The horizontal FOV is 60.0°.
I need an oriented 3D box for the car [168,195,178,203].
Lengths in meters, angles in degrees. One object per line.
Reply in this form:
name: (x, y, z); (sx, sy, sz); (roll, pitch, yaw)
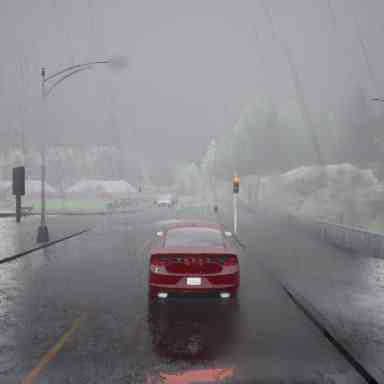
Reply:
car: (-4.050, 1.500, 70.865); (1.837, 1.490, 4.892); (0, 0, 0)

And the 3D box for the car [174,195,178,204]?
car: (-4.123, 1.526, 60.699); (1.812, 1.442, 4.674); (0, 0, 1)

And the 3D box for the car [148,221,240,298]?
car: (0.053, 1.478, 8.550); (1.882, 1.535, 5.008); (0, 0, 0)

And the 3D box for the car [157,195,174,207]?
car: (-4.130, 1.526, 50.781); (1.812, 1.442, 4.674); (0, 0, 0)
